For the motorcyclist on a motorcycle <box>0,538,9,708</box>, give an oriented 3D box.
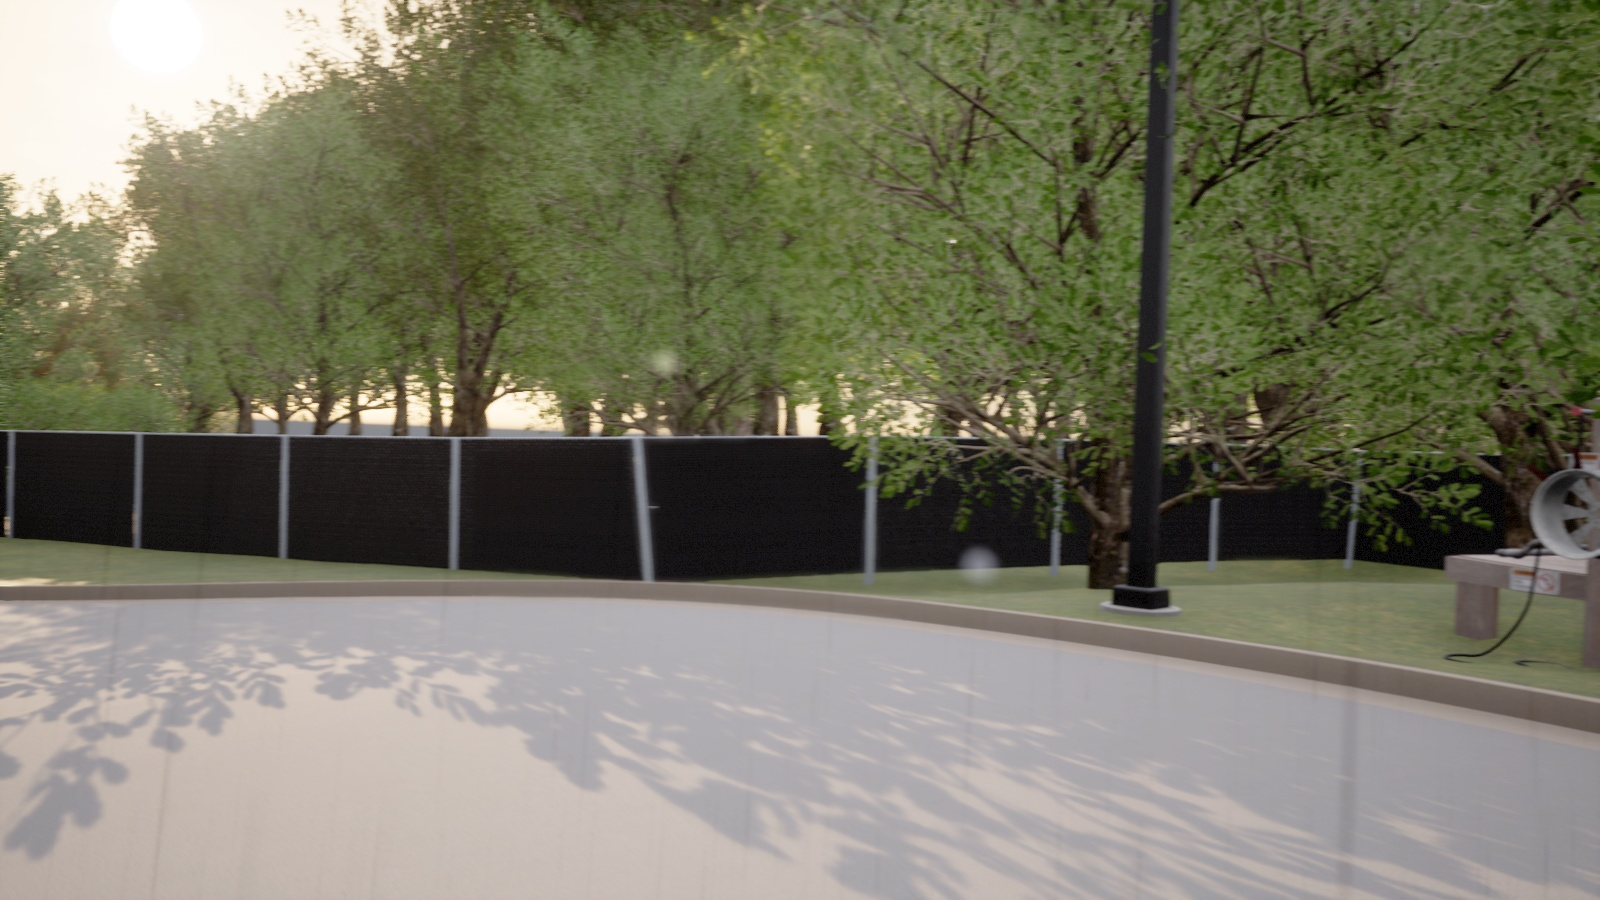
[{"bbox_3d":[-5.382,0.675,6.940,1.817,1.590,0.866,-4,-1,29],"label":"motorcyclist on a motorcycle"}]
